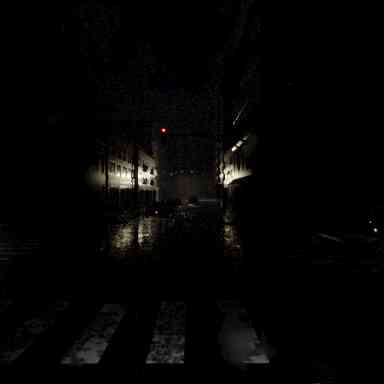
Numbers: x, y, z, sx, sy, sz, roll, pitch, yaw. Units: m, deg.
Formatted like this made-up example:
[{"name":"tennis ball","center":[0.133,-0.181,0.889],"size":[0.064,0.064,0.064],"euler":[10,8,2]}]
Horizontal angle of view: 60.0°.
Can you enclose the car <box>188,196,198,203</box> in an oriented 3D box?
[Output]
[{"name":"car","center":[0.215,1.546,71.124],"size":[1.882,1.535,5.008],"euler":[0,0,0]}]

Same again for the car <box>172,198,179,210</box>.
[{"name":"car","center":[-3.010,1.562,39.751],"size":[2.033,1.411,5.357],"euler":[0,0,1]}]

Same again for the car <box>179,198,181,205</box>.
[{"name":"car","center":[-2.956,1.592,49.705],"size":[1.994,1.385,4.181],"euler":[0,0,0]}]

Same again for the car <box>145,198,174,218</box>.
[{"name":"car","center":[-3.034,1.570,30.424],"size":[1.994,1.385,4.181],"euler":[0,0,0]}]

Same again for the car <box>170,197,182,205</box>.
[{"name":"car","center":[-2.883,1.646,59.667],"size":[1.895,1.301,4.718],"euler":[0,0,0]}]

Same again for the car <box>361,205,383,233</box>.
[{"name":"car","center":[11.351,1.383,15.760],"size":[5.357,1.411,2.033],"euler":[-1,0,0]}]
